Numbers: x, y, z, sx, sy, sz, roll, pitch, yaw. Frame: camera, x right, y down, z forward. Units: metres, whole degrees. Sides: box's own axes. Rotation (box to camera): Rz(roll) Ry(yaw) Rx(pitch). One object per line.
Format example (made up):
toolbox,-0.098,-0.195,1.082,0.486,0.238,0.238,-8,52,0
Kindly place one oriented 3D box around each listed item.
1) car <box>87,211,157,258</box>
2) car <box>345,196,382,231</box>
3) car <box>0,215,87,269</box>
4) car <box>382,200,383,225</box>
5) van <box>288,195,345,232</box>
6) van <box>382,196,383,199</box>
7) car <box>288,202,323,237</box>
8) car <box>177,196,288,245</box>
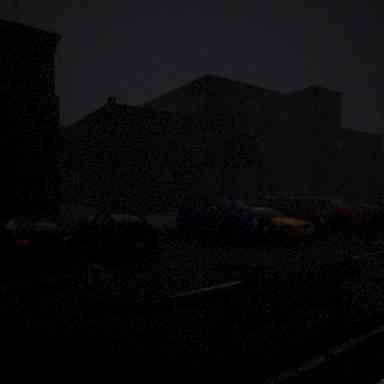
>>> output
car,-3.092,1.459,12.792,2.231,1.521,4.892,0,0,-35
car,8.235,1.230,20.837,2.435,2.045,5.566,0,0,-35
car,-5.357,1.496,11.182,2.002,1.452,4.674,0,0,-35
car,10.487,1.491,22.468,2.231,1.521,4.892,0,0,-35
van,6.025,1.249,19.153,1.878,1.987,4.442,0,0,-35
van,17.206,1.295,27.407,1.878,1.987,4.442,0,0,-35
car,3.801,1.466,17.484,1.946,1.575,5.366,0,0,-35
car,1.448,1.212,16.000,2.435,2.045,5.566,0,0,-35
